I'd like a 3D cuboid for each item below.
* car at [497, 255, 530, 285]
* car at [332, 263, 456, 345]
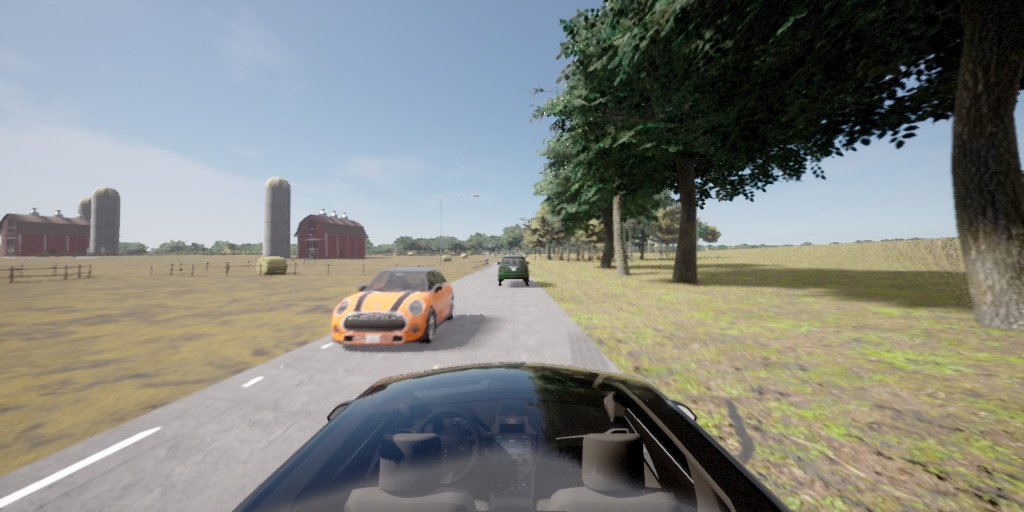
[{"bbox_3d":[0.106,0.983,26.178,2.150,2.045,5.566,0,0,0],"label":"car"},{"bbox_3d":[-2.847,1.105,9.589,2.097,1.767,4.553,0,0,0],"label":"car"}]
